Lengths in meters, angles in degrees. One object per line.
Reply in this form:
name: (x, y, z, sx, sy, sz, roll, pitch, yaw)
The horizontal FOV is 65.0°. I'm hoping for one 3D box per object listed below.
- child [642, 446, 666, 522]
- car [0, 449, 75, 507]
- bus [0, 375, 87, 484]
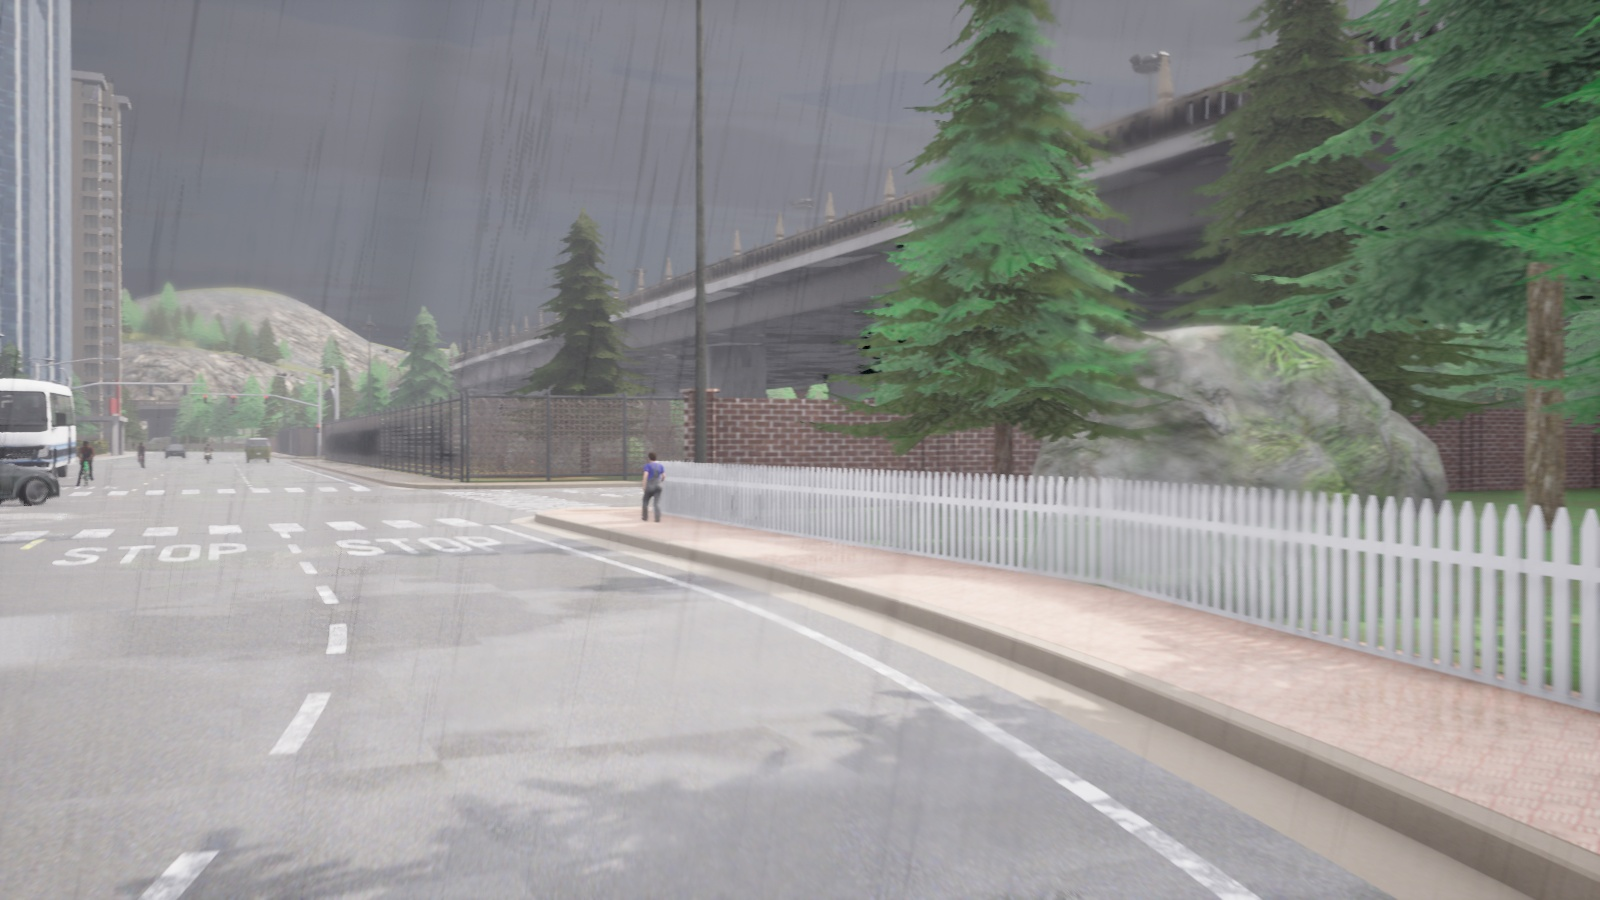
child: (-2.464, 0.561, 21.181, 0.270, 1.263, 0.437, 0, 0, -24)
car: (-20.206, 0.679, 30.356, 1.994, 1.385, 4.181, 0, 0, 31)
bus: (-33.314, -0.927, 53.803, 3.944, 4.253, 10.273, 0, 1, -25)
